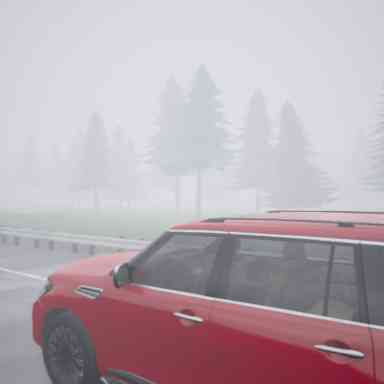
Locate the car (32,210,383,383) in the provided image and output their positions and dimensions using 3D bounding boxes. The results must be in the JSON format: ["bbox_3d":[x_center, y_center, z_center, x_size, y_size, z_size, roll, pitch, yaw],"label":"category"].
[{"bbox_3d":[0.650,1.220,3.492,5.566,2.045,2.150,0,0,35],"label":"car"}]
